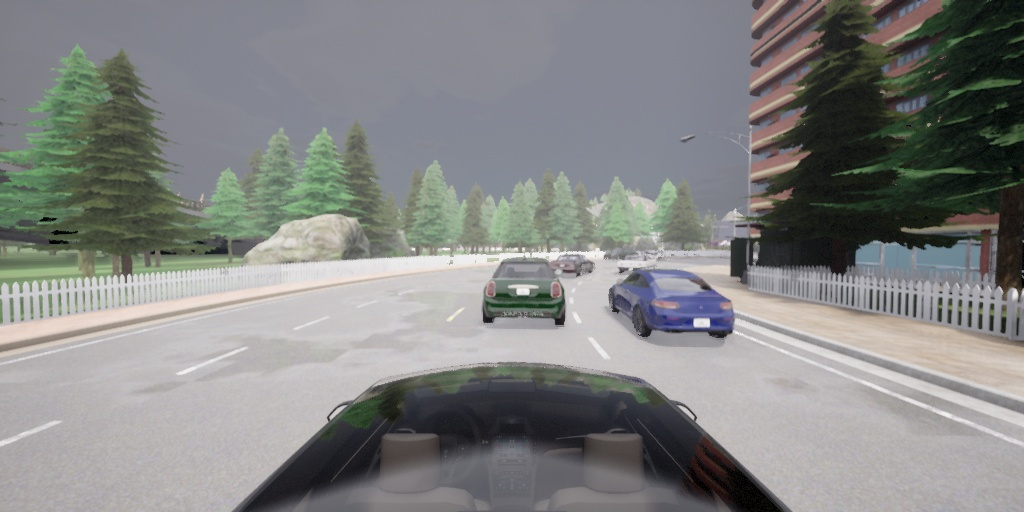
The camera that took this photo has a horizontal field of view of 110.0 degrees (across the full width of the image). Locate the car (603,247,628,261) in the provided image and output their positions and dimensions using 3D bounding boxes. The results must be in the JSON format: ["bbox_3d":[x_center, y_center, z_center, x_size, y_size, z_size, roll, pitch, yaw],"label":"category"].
[{"bbox_3d":[13.633,-0.301,45.308,4.553,1.767,2.097,-1,2,-32],"label":"car"}]

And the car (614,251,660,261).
[{"bbox_3d":[9.228,0.563,26.180,1.895,1.301,4.718,1,2,31],"label":"car"}]

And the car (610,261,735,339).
[{"bbox_3d":[3.789,1.035,9.162,1.812,1.442,4.674,0,2,4],"label":"car"}]

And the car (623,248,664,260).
[{"bbox_3d":[15.922,0.030,42.743,4.718,1.301,1.895,-1,2,-32],"label":"car"}]

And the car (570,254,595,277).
[{"bbox_3d":[4.188,0.571,24.326,2.033,1.411,5.357,1,2,26],"label":"car"}]

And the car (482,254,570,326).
[{"bbox_3d":[0.443,0.811,10.726,2.097,1.767,4.553,0,2,5],"label":"car"}]
